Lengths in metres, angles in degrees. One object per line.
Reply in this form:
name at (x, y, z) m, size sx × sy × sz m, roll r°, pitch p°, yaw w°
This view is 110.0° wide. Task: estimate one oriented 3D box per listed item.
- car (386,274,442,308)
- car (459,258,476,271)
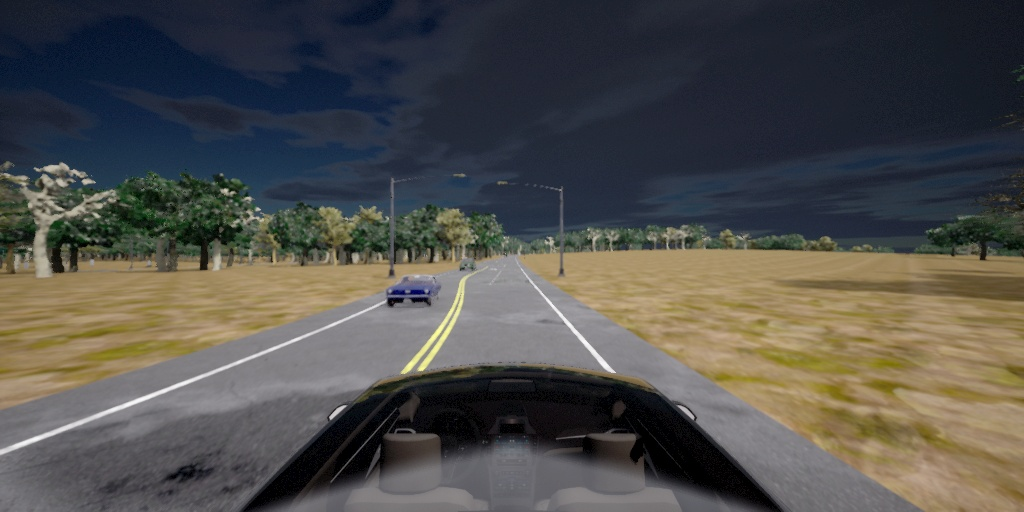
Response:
car at (-4.370, 1.514, 16.504) m, size 1.895 × 1.301 × 4.718 m, roll 0°, pitch -1°, yaw -6°
car at (-7.063, 1.368, 57.691) m, size 2.150 × 2.045 × 5.566 m, roll 0°, pitch 0°, yaw 1°
